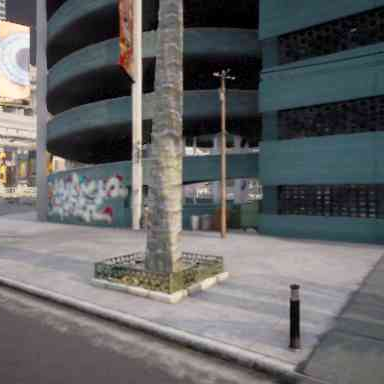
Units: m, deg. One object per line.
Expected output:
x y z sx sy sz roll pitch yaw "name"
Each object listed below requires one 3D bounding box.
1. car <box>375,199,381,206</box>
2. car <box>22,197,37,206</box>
24.699 1.321 40.080 4.674 1.452 2.002 0 0 36 "car"
-25.365 1.515 54.735 1.837 1.490 4.892 0 0 30 "car"
